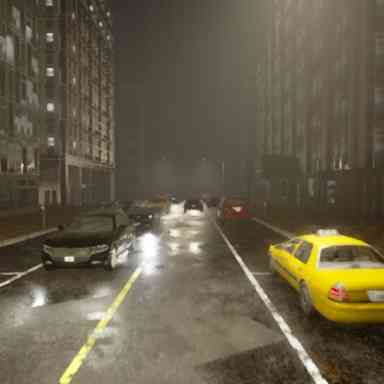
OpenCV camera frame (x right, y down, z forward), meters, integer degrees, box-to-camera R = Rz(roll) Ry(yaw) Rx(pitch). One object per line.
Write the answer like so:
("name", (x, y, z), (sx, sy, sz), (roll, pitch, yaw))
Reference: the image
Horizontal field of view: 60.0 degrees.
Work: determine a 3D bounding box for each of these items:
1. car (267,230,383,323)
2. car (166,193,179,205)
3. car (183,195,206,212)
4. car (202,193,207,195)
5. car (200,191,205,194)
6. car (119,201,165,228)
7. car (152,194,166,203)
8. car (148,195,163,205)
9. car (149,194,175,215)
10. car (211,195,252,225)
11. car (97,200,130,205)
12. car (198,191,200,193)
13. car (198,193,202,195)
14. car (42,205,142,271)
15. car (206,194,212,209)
("car", (2.816, 1.472, 7.185), (1.752, 1.417, 4.829), (-1, 0, 0))
("car", (-2.931, 1.235, 49.060), (1.994, 1.385, 4.181), (0, 0, 0))
("car", (0.147, 1.303, 34.408), (1.994, 1.385, 4.181), (0, 0, 0))
("car", (2.742, 1.204, 45.449), (2.008, 1.369, 4.403), (-1, 0, 0))
("car", (2.756, 1.003, 56.796), (1.967, 1.590, 4.097), (-1, 0, 0))
("car", (-3.037, 1.445, 20.868), (1.895, 1.301, 4.718), (0, 0, 0))
("car", (-5.589, 1.127, 56.869), (1.947, 1.339, 4.313), (-1, 0, 0))
("car", (-5.597, 1.189, 51.196), (1.802, 1.307, 4.206), (-1, 0, 0))
("car", (-2.978, 1.240, 31.342), (1.882, 1.535, 5.008), (0, 0, 0))
("car", (2.744, 1.149, 22.264), (2.192, 1.841, 5.009), (-1, 0, 0))
("car", (-5.808, 1.395, 22.828), (1.947, 1.339, 4.313), (-1, 0, 0))
("car", (2.780, 0.858, 73.819), (1.967, 1.590, 4.097), (-1, 0, 0))
("car", (0.095, 1.248, 46.168), (1.895, 1.301, 4.718), (0, 0, 1))
("car", (-3.077, 1.397, 10.857), (1.882, 1.535, 5.008), (0, 0, 0))
("car", (2.734, 1.264, 39.775), (1.947, 1.339, 4.313), (-1, 0, 0))
